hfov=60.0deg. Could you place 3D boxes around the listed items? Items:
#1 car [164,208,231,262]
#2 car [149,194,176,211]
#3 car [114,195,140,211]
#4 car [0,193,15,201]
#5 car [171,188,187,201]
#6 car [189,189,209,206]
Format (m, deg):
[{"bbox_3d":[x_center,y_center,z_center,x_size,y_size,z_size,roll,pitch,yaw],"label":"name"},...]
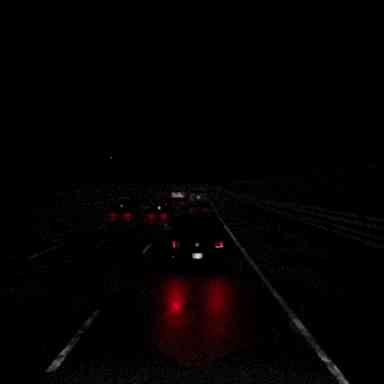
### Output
[{"bbox_3d":[0.180,1.453,11.465,1.895,1.301,4.718,0,1,1],"label":"car"},{"bbox_3d":[-2.910,1.118,32.394,1.895,1.301,4.718,0,1,2],"label":"car"},{"bbox_3d":[-6.395,1.037,32.829,1.812,1.442,4.674,0,1,2],"label":"car"},{"bbox_3d":[-17.191,0.935,28.628,2.097,1.767,4.553,0,1,2],"label":"car"},{"bbox_3d":[-2.122,0.376,53.225,2.150,2.045,5.566,0,1,3],"label":"car"},{"bbox_3d":[0.841,0.607,40.206,2.150,2.045,5.566,0,1,2],"label":"car"}]
